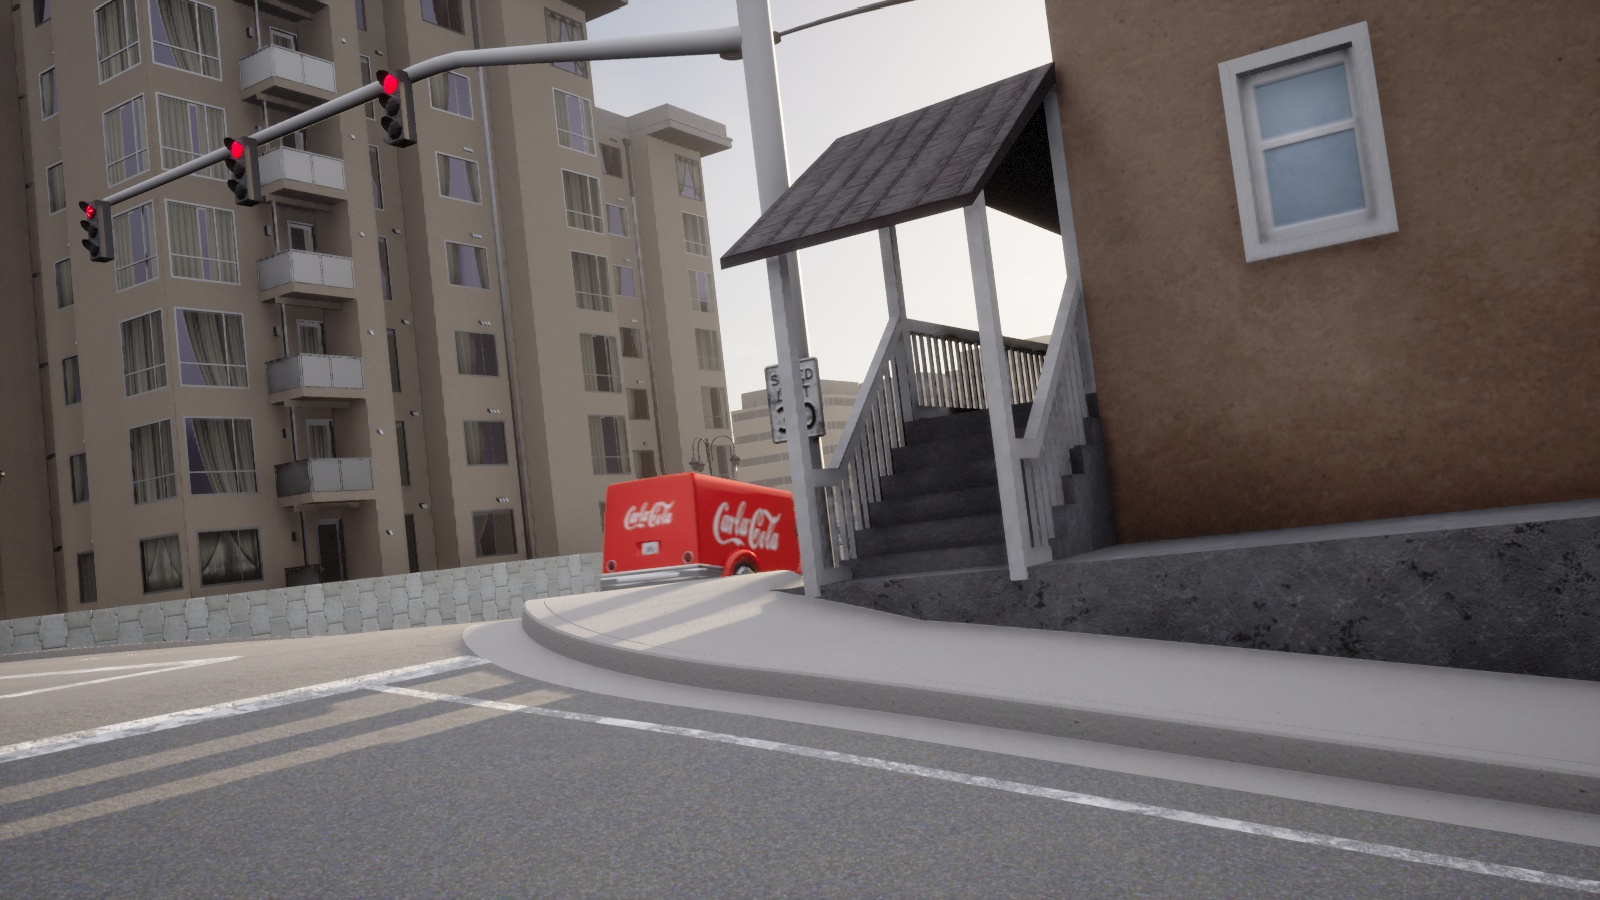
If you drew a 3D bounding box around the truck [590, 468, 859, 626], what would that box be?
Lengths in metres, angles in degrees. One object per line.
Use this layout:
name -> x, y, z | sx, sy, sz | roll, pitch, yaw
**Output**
truck -> -1.375, 2.092, 24.987 | 2.627, 2.467, 5.204 | -10, -14, 33
